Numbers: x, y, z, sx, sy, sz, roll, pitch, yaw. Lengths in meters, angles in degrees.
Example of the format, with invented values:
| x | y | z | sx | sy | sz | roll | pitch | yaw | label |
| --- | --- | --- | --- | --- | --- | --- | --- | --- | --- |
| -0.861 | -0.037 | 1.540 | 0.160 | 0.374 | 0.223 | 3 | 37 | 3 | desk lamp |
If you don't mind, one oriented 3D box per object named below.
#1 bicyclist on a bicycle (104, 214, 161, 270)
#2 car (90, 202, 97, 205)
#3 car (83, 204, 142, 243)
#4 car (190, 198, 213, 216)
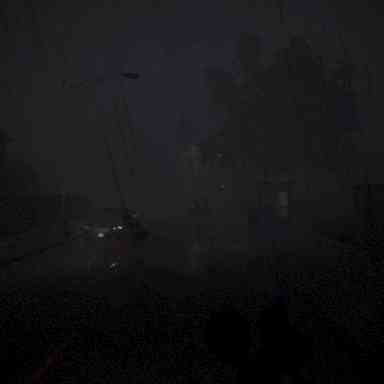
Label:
| x | y | z | sx | sy | sz | roll | pitch | yaw | label |
| --- | --- | --- | --- | --- | --- | --- | --- | --- | --- |
| -1.730 | 1.451 | 9.580 | 1.656 | 1.620 | 0.582 | -1 | 0 | 2 | bicyclist on a bicycle |
| -11.934 | 1.356 | 33.987 | 5.357 | 1.415 | 2.033 | 0 | 0 | 4 | car |
| -3.652 | 1.491 | 16.030 | 2.128 | 1.511 | 4.902 | 0 | 0 | 2 | car |
| 0.959 | 1.352 | 32.774 | 2.097 | 1.767 | 4.553 | 0 | 0 | 2 | car |
